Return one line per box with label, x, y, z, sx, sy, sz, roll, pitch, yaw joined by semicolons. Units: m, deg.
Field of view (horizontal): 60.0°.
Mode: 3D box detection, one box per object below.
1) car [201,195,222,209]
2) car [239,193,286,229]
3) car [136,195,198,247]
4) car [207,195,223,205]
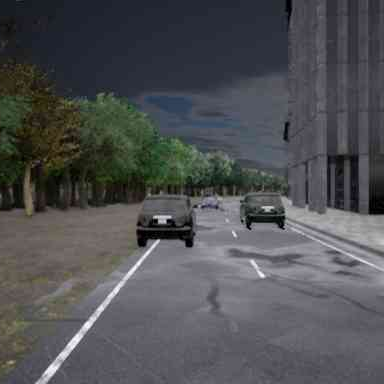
car;2.122;1.210;38.205;2.033;1.411;5.357;0;1;7
car;4.214;1.062;20.473;2.150;2.045;5.566;0;1;3
car;-0.952;1.119;14.524;2.150;2.045;5.566;0;0;2
car;3.492;1.126;50.105;1.895;1.301;4.718;0;1;9
